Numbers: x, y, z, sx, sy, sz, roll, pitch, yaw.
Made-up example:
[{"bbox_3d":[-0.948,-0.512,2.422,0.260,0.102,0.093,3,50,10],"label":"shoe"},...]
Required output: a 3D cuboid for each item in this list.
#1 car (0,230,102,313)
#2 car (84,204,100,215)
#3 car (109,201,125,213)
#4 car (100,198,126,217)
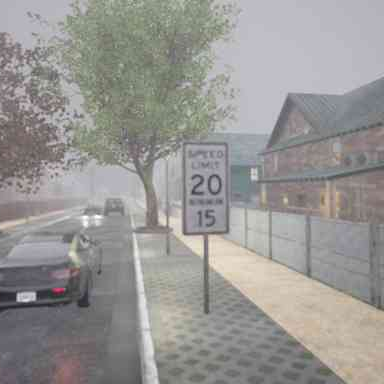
[{"bbox_3d":[-3.196,1.613,7.822,1.812,1.442,4.674,-1,-1,-11],"label":"car"},{"bbox_3d":[-12.412,2.128,41.876,1.895,1.301,4.718,-1,-1,-11],"label":"car"},{"bbox_3d":[-10.794,2.110,48.133,2.033,1.411,5.357,-1,-1,-11],"label":"car"},{"bbox_3d":[-8.848,1.666,38.066,2.150,2.045,5.566,-1,-1,-10],"label":"car"}]
